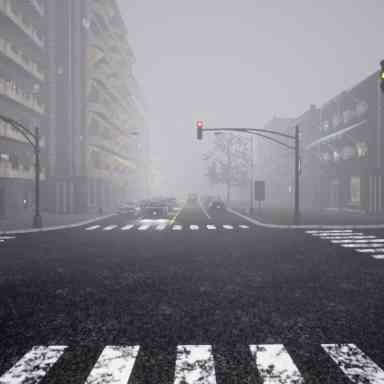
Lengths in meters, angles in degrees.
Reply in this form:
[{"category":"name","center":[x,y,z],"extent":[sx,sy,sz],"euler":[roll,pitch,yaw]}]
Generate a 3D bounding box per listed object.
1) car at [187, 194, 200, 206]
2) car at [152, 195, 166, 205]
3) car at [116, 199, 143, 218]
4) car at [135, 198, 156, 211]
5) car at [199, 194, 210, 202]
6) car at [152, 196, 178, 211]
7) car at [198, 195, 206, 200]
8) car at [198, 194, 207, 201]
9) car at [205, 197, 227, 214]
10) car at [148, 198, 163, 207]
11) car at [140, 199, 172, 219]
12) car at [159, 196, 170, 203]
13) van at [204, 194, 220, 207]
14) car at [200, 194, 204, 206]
[{"category":"car","center":[0.086,1.526,56.123],"extent":[2.033,1.411,5.357],"euler":[0,0,2]},{"category":"car","center":[-5.695,1.417,57.804],"extent":[1.967,1.590,4.097],"euler":[0,0,0]},{"category":"car","center":[-5.694,1.542,30.137],"extent":[2.008,1.369,4.403],"euler":[0,0,0]},{"category":"car","center":[-5.693,1.531,41.204],"extent":[1.887,1.381,4.507],"euler":[0,0,0]},{"category":"car","center":[2.685,1.280,74.398],"extent":[2.192,1.841,5.009],"euler":[0,0,0]},{"category":"car","center":[-3.099,1.535,38.645],"extent":[2.033,1.411,5.357],"euler":[0,0,0]},{"category":"car","center":[2.687,1.495,90.998],"extent":[1.887,1.381,4.507],"euler":[0,0,0]},{"category":"car","center":[2.686,1.396,85.464],"extent":[1.967,1.590,4.097],"euler":[0,0,0]},{"category":"car","center":[2.687,1.555,35.663],"extent":[1.947,1.339,4.313],"euler":[0,0,0]},{"category":"car","center":[-5.693,1.562,52.271],"extent":[1.802,1.307,4.206],"euler":[0,0,0]},{"category":"car","center":[-3.109,1.556,29.297],"extent":[1.994,1.385,4.181],"euler":[0,0,-1]},{"category":"car","center":[-5.693,1.551,68.872],"extent":[1.802,1.307,4.206],"euler":[0,0,0]},{"category":"van","center":[2.685,1.327,41.196],"extent":[1.690,1.788,3.998],"euler":[0,0,0]},{"category":"car","center":[2.686,1.420,52.264],"extent":[1.967,1.590,4.097],"euler":[0,0,0]}]
